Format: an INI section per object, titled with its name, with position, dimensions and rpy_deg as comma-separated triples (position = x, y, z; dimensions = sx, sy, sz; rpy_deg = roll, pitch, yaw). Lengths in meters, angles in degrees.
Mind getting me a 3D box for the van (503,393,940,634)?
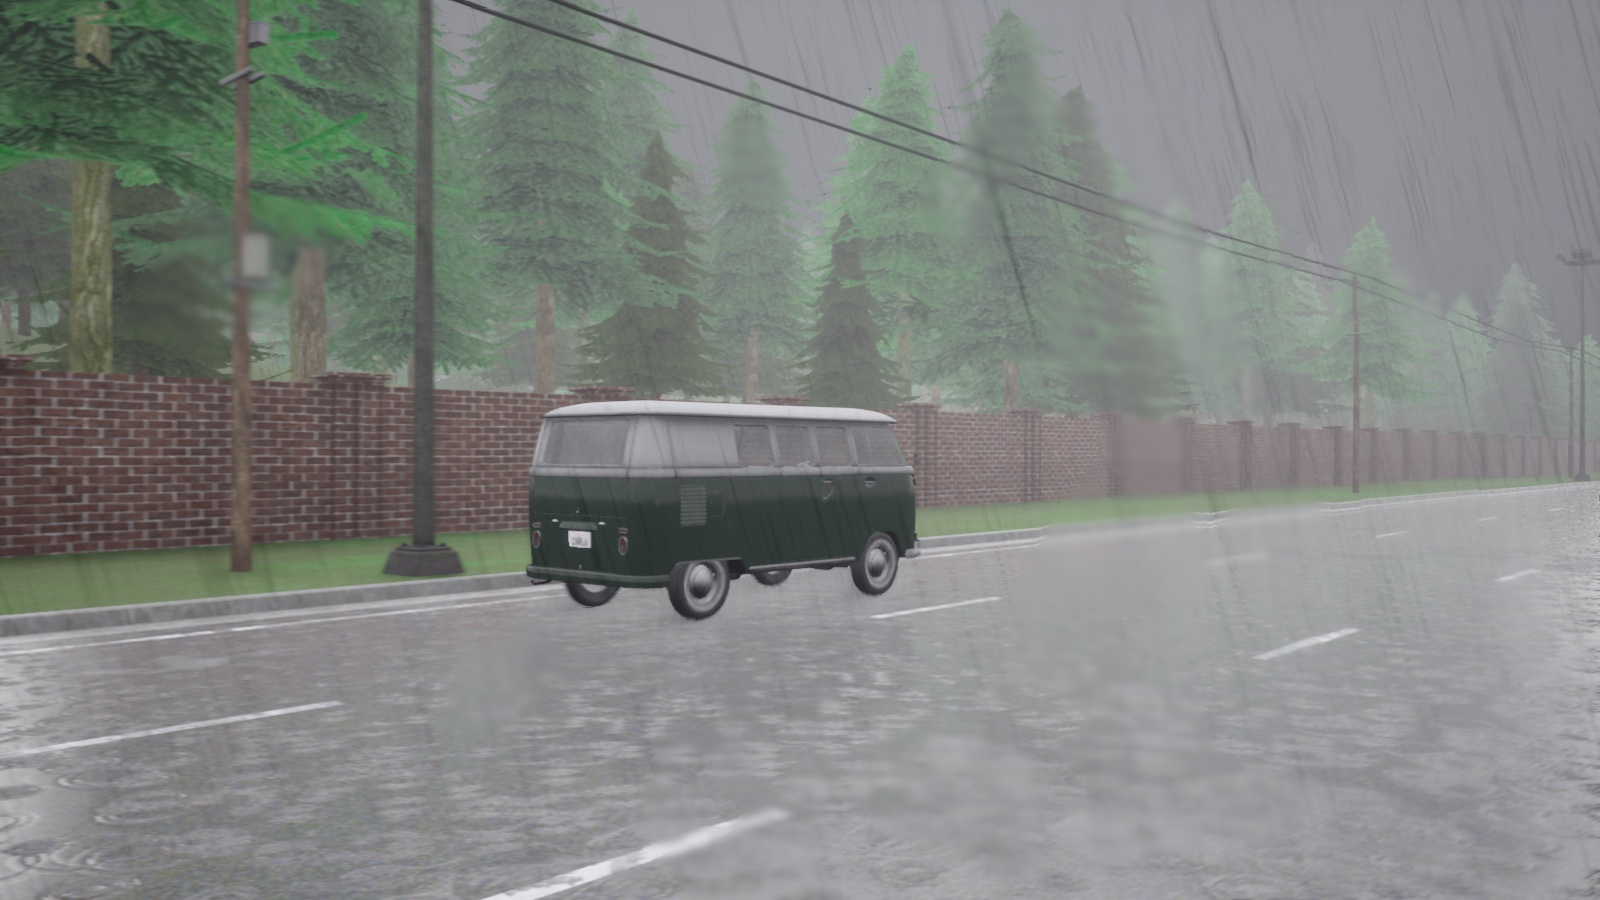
[van]
position = -0.600, 0.530, 12.618
dimensions = 1.775, 1.987, 4.442
rpy_deg = 0, 0, 41
